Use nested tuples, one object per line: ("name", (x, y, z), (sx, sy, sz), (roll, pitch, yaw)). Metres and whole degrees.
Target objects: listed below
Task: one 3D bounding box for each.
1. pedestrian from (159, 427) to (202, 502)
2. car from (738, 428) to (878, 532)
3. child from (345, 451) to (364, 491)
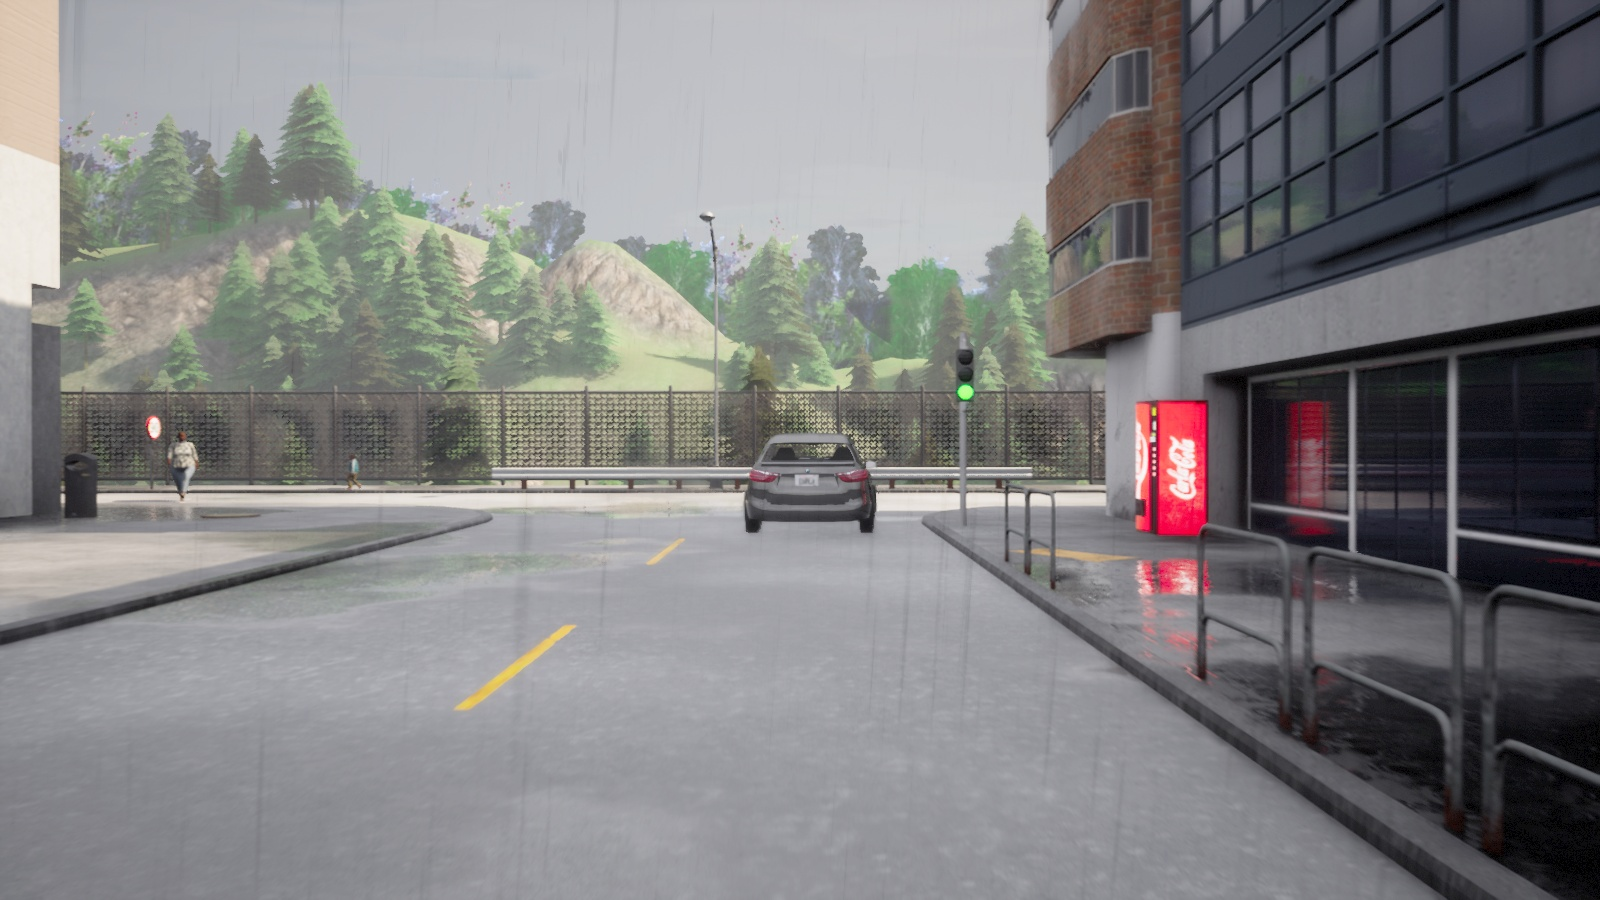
("pedestrian", (-15.698, 0.359, 31.841), (0.874, 1.855, 0.900), (0, 0, -20))
("car", (0.269, 0.465, 22.390), (2.242, 1.667, 4.611), (0, 0, 4))
("child", (-13.374, 0.613, 37.686), (0.448, 1.192, 0.343), (0, 0, -1))
